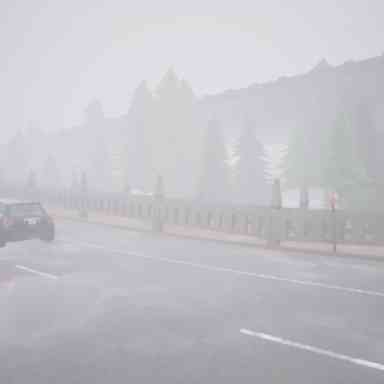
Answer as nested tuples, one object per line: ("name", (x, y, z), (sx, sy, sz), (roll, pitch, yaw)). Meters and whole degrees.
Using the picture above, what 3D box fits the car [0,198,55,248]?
("car", (-7.707, 1.065, 13.718), (4.553, 1.767, 2.097), (3, 2, 36))
